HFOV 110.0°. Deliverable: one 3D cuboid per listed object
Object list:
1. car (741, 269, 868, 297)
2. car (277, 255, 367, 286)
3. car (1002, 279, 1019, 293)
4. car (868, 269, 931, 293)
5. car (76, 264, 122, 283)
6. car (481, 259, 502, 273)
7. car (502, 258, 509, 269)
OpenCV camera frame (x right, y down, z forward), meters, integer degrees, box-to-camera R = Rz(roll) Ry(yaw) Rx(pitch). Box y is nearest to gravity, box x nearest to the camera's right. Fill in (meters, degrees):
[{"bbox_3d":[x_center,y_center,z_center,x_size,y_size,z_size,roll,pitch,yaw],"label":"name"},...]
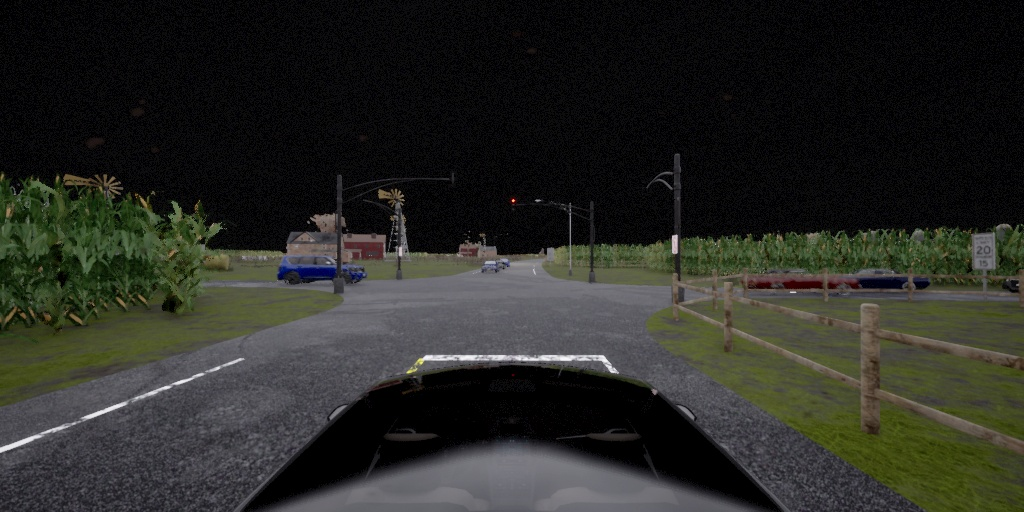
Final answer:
[{"bbox_3d":[14.910,1.355,18.673,4.718,1.301,1.895,0,-1,11],"label":"car"},{"bbox_3d":[-13.027,0.957,24.728,5.566,2.045,2.150,0,0,-4],"label":"car"},{"bbox_3d":[29.349,1.376,19.016,4.181,1.385,1.994,0,-1,10],"label":"car"},{"bbox_3d":[20.381,1.399,20.565,4.718,1.301,1.895,0,-1,9],"label":"car"},{"bbox_3d":[-29.231,1.199,26.105,4.892,1.490,1.837,1,-1,10],"label":"car"},{"bbox_3d":[-2.595,1.267,43.898,1.812,1.442,4.674,0,0,3],"label":"car"},{"bbox_3d":[-2.066,1.299,53.904,1.994,1.385,4.181,0,0,5],"label":"car"}]
